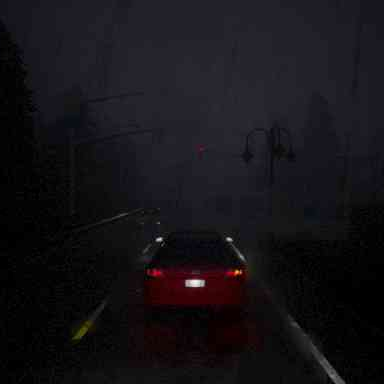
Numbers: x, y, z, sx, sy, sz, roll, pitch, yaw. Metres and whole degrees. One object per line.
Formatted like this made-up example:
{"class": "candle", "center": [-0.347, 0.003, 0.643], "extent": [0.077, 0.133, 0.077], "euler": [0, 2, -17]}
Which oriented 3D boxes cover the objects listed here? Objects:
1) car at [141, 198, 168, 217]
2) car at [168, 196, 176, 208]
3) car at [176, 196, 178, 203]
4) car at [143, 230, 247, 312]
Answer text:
{"class": "car", "center": [-3.684, 1.506, 31.700], "extent": [1.837, 1.490, 4.892], "euler": [0, -1, 0]}
{"class": "car", "center": [-3.722, 1.526, 47.710], "extent": [1.812, 1.442, 4.674], "euler": [0, 0, 0]}
{"class": "car", "center": [-3.705, 1.492, 66.246], "extent": [2.128, 1.511, 4.902], "euler": [0, 0, 0]}
{"class": "car", "center": [0.056, 1.564, 7.815], "extent": [1.994, 1.385, 4.181], "euler": [0, 0, 0]}
